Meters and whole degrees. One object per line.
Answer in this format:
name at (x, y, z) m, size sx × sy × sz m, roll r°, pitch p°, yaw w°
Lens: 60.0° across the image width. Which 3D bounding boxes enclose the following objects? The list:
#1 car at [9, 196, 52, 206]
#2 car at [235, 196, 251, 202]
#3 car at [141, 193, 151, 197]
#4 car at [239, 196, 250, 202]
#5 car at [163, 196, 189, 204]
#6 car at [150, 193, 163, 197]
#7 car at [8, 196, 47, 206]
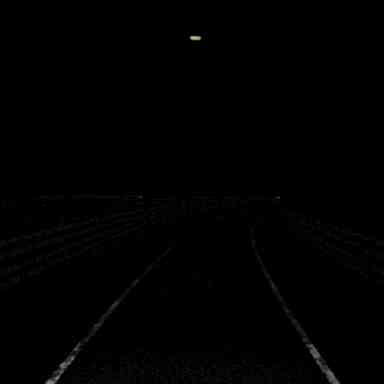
car at (-22.091, 1.233, 45.840) m, size 2.033 × 1.411 × 5.357 m, roll 0°, pitch 0°, yaw 40°
car at (13.626, 1.819, 87.950) m, size 1.837 × 1.490 × 4.892 m, roll 0°, pitch 0°, yaw 40°
car at (-7.911, 1.145, 67.966) m, size 2.150 × 2.045 × 5.566 m, roll 1°, pitch -1°, yaw 40°
car at (13.697, 1.817, 82.623) m, size 2.128 × 1.511 × 4.902 m, roll 0°, pitch 0°, yaw 40°
car at (-2.606, 1.481, 63.396) m, size 1.882 × 1.535 × 5.008 m, roll 0°, pitch 0°, yaw 40°
car at (-5.296, 1.451, 65.631) m, size 1.882 × 1.535 × 5.008 m, roll 1°, pitch 0°, yaw 40°
car at (-24.100, 1.278, 48.894) m, size 1.895 × 1.301 × 4.718 m, roll 0°, pitch 0°, yaw 40°
